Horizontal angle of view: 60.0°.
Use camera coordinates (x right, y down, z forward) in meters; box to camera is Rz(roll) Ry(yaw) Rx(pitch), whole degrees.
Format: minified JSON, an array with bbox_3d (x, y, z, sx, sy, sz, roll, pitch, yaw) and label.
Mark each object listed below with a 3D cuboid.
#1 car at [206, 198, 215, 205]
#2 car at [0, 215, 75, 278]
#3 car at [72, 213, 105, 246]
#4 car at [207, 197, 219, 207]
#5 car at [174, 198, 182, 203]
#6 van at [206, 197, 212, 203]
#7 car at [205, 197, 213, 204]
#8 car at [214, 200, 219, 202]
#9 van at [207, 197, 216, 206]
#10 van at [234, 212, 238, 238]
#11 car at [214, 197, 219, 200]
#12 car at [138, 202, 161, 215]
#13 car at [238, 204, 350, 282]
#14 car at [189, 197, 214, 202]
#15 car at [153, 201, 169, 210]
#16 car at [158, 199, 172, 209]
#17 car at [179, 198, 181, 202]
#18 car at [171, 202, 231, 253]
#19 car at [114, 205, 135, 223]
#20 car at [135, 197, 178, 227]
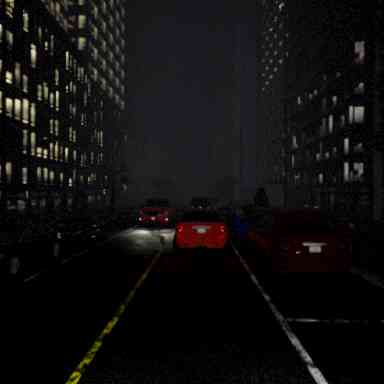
[{"bbox_3d":[4.387,2.162,78.209,1.967,1.590,4.097,0,-1,1],"label":"car"},{"bbox_3d":[-5.496,1.617,10.208,2.008,1.369,4.403,0,-1,1],"label":"car"},{"bbox_3d":[-5.370,1.700,15.890,1.802,1.307,4.206,0,-1,1],"label":"car"},{"bbox_3d":[4.136,1.935,66.846,2.192,1.841,5.009,0,-1,1],"label":"car"},{"bbox_3d":[-3.740,2.334,89.757,2.008,1.369,4.403,0,-1,1],"label":"car"},{"bbox_3d":[4.763,2.214,95.255,1.690,1.788,3.998,0,-1,1],"label":"van"},{"bbox_3d":[4.638,2.263,89.573,1.967,1.590,4.097,0,-1,1],"label":"car"},{"bbox_3d":[3.510,1.914,38.433,2.008,1.369,4.403,0,-1,1],"label":"car"},{"bbox_3d":[4.261,2.012,72.527,1.690,1.788,3.998,0,-1,1],"label":"van"},{"bbox_3d":[3.008,1.498,15.707,1.690,1.788,3.998,0,-1,1],"label":"van"},{"bbox_3d":[4.010,1.884,61.164,2.192,1.841,5.009,0,-1,1],"label":"car"},{"bbox_3d":[-4.868,1.875,38.618,2.008,1.369,4.403,0,-1,1],"label":"car"},{"bbox_3d":[2.882,1.421,10.025,2.192,1.841,5.009,0,-1,1],"label":"car"},{"bbox_3d":[0.819,1.527,33.446,2.150,2.045,5.566,0,0,1],"label":"car"},{"bbox_3d":[-4.618,2.009,49.982,1.802,1.307,4.206,0,-1,1],"label":"car"},{"bbox_3d":[-4.493,1.919,55.665,1.967,1.590,4.097,0,-1,1],"label":"car"},{"bbox_3d":[-3.991,2.248,78.393,1.947,1.339,4.313,0,-1,1],"label":"car"},{"bbox_3d":[0.401,1.487,14.603,2.097,1.767,4.553,0,0,1],"label":"car"},{"bbox_3d":[-5.119,1.772,27.254,2.008,1.369,4.403,0,-1,1],"label":"car"},{"bbox_3d":[-2.550,1.436,25.181,2.150,2.045,5.566,0,0,1],"label":"car"}]
